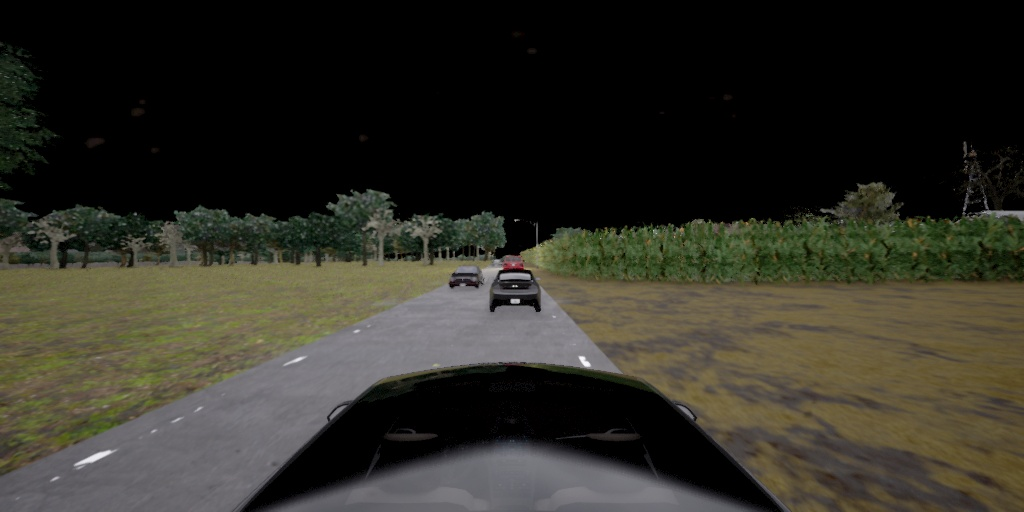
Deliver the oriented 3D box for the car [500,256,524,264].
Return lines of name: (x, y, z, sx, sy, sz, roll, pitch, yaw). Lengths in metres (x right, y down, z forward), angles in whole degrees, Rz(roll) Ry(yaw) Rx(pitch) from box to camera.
car: (0.139, 0.998, 38.144, 2.150, 2.045, 5.566, 0, 0, 0)

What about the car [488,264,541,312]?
car: (0.110, 1.259, 14.378, 1.837, 1.490, 4.892, 0, 0, 0)

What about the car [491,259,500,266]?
car: (-2.708, 1.347, 64.073, 1.812, 1.442, 4.674, 0, 0, 1)

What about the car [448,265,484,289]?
car: (-2.829, 1.309, 23.313, 2.033, 1.411, 5.357, 0, 0, 0)
